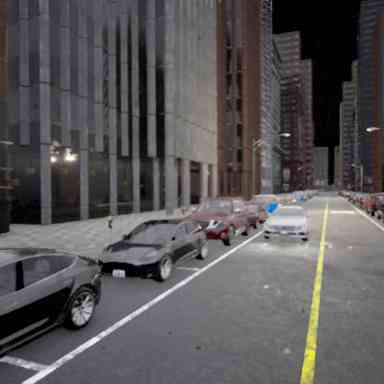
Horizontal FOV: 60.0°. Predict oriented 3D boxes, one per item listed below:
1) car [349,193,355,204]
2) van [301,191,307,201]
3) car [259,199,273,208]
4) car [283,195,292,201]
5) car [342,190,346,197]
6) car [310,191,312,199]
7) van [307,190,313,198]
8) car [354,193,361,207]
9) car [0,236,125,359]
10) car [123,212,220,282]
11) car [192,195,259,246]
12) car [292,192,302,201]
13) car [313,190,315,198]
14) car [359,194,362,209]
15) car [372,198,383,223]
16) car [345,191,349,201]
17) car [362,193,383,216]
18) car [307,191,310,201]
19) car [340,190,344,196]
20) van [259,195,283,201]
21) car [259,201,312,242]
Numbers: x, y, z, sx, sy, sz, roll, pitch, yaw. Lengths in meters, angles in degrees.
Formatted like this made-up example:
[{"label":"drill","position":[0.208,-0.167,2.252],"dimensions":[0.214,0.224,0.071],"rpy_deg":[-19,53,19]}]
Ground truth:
[{"label":"car","position":[24.235,0.920,48.139],"dimensions":[1.967,1.590,4.097],"rpy_deg":[0,0,22]},{"label":"van","position":[16.352,0.839,51.387],"dimensions":[1.690,1.788,3.998],"rpy_deg":[0,0,22]},{"label":"car","position":[3.443,1.364,20.132],"dimensions":[1.887,1.381,4.507],"rpy_deg":[0,0,22]},{"label":"car","position":[7.746,1.152,30.550],"dimensions":[1.967,1.590,4.097],"rpy_deg":[0,0,22]},{"label":"car","position":[34.995,0.803,74.187],"dimensions":[1.802,1.307,4.206],"rpy_deg":[0,0,22]},{"label":"car","position":[20.658,0.944,61.807],"dimensions":[2.008,1.369,4.403],"rpy_deg":[0,0,22]},{"label":"van","position":[22.808,0.683,67.015],"dimensions":[1.690,1.788,3.998],"rpy_deg":[0,0,22]},{"label":"car","position":[19.933,1.153,37.723],"dimensions":[1.947,1.339,4.313],"rpy_deg":[0,0,22]},{"label":"car","position":[-3.013,1.547,4.503],"dimensions":[1.947,1.339,4.313],"rpy_deg":[0,0,22]},{"label":"car","position":[-0.861,1.493,9.713],"dimensions":[1.947,1.339,4.313],"rpy_deg":[0,0,22]},{"label":"car","position":[1.289,1.188,14.920],"dimensions":[2.192,1.841,5.009],"rpy_deg":[0,0,22]},{"label":"car","position":[12.050,1.045,40.969],"dimensions":[1.967,1.590,4.097],"rpy_deg":[0,0,22]},{"label":"car","position":[24.960,0.731,72.225],"dimensions":[1.967,1.590,4.097],"rpy_deg":[0,0,22]},{"label":"car","position":[17.781,1.185,32.514],"dimensions":[1.887,1.381,4.507],"rpy_deg":[0,0,22]},{"label":"car","position":[13.478,1.313,22.095],"dimensions":[1.947,1.339,4.313],"rpy_deg":[0,0,22]},{"label":"car","position":[28.540,0.941,58.559],"dimensions":[1.947,1.339,4.313],"rpy_deg":[0,0,22]},{"label":"car","position":[15.627,1.009,27.303],"dimensions":[2.192,1.841,5.009],"rpy_deg":[0,0,22]},{"label":"car","position":[18.441,0.972,56.441],"dimensions":[1.752,1.417,4.829],"rpy_deg":[0,0,22]},{"label":"car","position":[39.299,0.702,84.605],"dimensions":[1.802,1.307,4.206],"rpy_deg":[0,0,22]},{"label":"van","position":[5.593,1.107,25.340],"dimensions":[1.690,1.788,3.998],"rpy_deg":[0,0,22]},{"label":"car","position":[4.673,1.372,15.868],"dimensions":[1.812,1.442,4.674],"rpy_deg":[0,1,22]}]
